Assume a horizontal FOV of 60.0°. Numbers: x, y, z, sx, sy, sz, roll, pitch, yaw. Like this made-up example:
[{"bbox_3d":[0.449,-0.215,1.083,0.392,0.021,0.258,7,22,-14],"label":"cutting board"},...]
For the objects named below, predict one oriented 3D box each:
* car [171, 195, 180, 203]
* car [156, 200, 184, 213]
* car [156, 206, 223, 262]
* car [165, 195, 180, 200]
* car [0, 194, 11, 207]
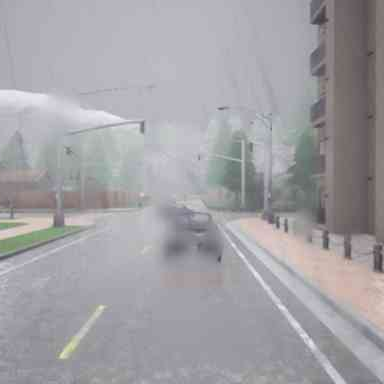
[{"bbox_3d":[-3.514,1.454,70.953,1.812,1.442,4.674,0,0,0],"label":"car"},{"bbox_3d":[-1.611,1.585,27.289,1.895,1.301,4.718,0,0,-20],"label":"car"},{"bbox_3d":[0.054,1.482,12.111,2.128,1.511,4.902,0,0,0],"label":"car"},{"bbox_3d":[-3.570,1.464,55.962,2.128,1.511,4.902,0,0,1],"label":"car"},{"bbox_3d":[-25.028,1.137,42.287,1.932,1.855,4.605,0,0,-1],"label":"car"}]
